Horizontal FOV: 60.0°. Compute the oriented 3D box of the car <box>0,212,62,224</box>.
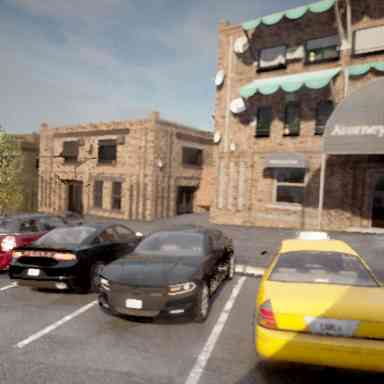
[{"bbox_3d":[-5.044,1.486,10.989,2.185,1.767,4.553,-1,-1,15],"label":"car"}]

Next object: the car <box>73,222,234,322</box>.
[{"bbox_3d":[-0.241,1.525,7.625,2.097,1.535,5.008,0,-1,15],"label":"car"}]

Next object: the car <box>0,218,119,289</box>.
[{"bbox_3d":[-2.639,1.564,9.311,2.097,1.535,5.008,-1,-1,15],"label":"car"}]

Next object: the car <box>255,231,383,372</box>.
[{"bbox_3d":[2.198,1.488,6.097,1.946,1.575,5.366,-1,-1,15],"label":"car"}]
